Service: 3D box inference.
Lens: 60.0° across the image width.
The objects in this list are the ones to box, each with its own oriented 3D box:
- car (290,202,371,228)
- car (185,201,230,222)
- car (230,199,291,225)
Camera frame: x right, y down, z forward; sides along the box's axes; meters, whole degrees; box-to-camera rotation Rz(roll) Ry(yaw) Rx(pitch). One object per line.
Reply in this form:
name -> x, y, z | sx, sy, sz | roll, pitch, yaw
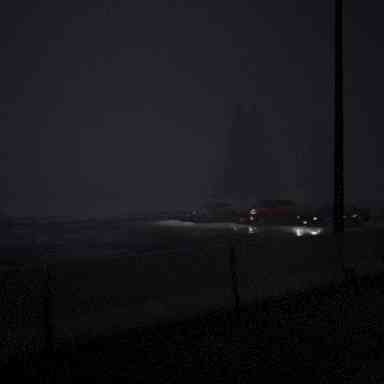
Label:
car -> 9.287, 1.473, 21.653 | 5.357, 1.411, 2.033 | 0, 0, -28
car -> 1.704, 1.449, 25.454 | 4.674, 1.442, 1.812 | 0, 0, -29
car -> 5.337, 1.277, 23.443 | 4.553, 1.767, 2.097 | 0, 0, -28
